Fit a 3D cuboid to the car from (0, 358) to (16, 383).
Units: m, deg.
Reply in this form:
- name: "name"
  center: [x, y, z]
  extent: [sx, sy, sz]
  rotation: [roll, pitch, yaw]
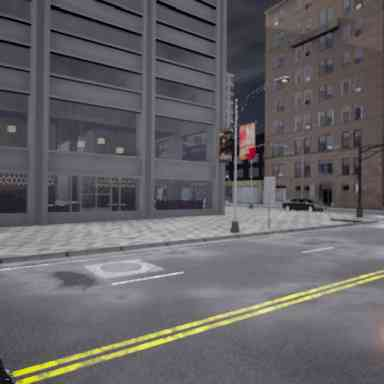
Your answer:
- name: "car"
  center: [-3.140, 1.601, 1.169]
  extent: [4.718, 1.301, 1.895]
  rotation: [0, 0, -35]

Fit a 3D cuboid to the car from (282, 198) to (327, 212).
- name: "car"
  center: [11.955, 1.399, 35.631]
  extent: [1.837, 1.490, 4.892]
  rotation: [1, 0, -35]

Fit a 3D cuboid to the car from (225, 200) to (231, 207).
- name: "car"
  center: [3.608, 1.360, 47.470]
  extent: [1.812, 1.442, 4.674]
  rotation: [1, 0, -35]
